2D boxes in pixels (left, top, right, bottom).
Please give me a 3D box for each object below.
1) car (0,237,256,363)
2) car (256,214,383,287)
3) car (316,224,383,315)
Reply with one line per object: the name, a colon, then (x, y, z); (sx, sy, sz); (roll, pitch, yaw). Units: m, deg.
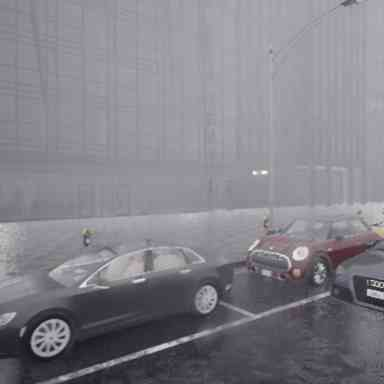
car: (-1.228, 1.534, 5.769); (4.403, 1.369, 2.008); (-1, 0, -35)
car: (3.398, 1.382, 9.059); (4.097, 1.590, 1.967); (-1, 0, -35)
car: (4.684, 1.508, 6.707); (4.181, 1.385, 1.994); (-1, 0, -35)
